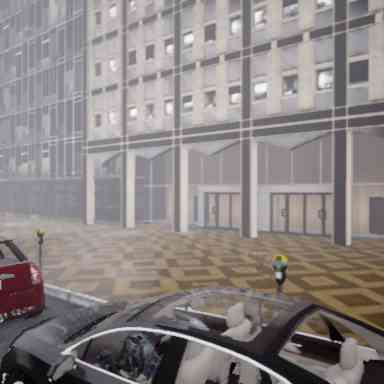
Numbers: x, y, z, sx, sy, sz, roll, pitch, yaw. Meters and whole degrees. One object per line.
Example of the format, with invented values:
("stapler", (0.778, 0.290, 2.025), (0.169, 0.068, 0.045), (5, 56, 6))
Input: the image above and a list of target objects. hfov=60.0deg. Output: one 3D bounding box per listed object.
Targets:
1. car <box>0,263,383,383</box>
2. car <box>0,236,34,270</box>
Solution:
("car", (0.058, 1.553, 2.827), (4.403, 1.369, 2.008), (0, 0, 35))
("car", (-4.578, 1.451, 6.130), (4.097, 1.590, 1.967), (0, 0, 35))
